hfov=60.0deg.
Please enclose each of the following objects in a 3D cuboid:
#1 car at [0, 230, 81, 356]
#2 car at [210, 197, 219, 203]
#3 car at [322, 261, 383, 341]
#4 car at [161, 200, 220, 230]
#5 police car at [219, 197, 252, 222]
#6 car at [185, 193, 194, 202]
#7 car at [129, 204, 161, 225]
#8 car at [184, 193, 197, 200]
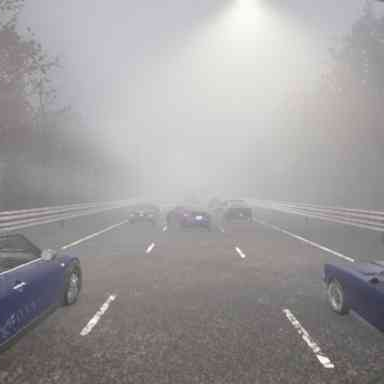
[{"bbox_3d":[-3.374,1.361,5.138,2.097,1.767,4.553,0,0,0],"label":"car"},{"bbox_3d":[3.507,1.612,37.693,2.033,1.411,5.357,0,0,0],"label":"car"},{"bbox_3d":[3.530,1.610,4.611,1.895,1.301,4.718,0,0,0],"label":"car"},{"bbox_3d":[-0.266,1.542,21.591,2.163,1.488,4.792,0,0,-17],"label":"car"},{"bbox_3d":[3.562,1.473,26.766,1.930,1.638,5.238,0,0,0],"label":"police car"},{"bbox_3d":[-0.697,1.340,82.488,2.150,2.045,5.566,0,0,-2],"label":"car"},{"bbox_3d":[-3.336,1.590,24.364,2.033,1.411,5.357,0,0,0],"label":"car"},{"bbox_3d":[-0.259,1.318,64.231,2.150,2.045,5.566,0,0,-1],"label":"car"}]
